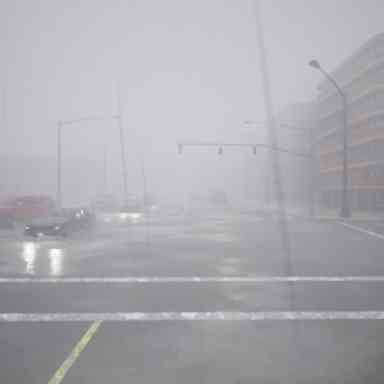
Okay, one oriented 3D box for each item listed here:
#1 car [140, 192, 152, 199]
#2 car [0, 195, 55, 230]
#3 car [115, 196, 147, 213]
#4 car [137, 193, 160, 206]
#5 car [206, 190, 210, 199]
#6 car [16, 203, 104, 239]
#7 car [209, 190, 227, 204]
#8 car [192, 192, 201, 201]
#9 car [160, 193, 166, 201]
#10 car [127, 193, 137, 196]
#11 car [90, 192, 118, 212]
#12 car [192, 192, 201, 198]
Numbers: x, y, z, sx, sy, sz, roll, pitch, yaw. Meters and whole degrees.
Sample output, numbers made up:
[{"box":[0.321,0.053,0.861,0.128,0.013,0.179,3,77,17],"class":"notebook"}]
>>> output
[{"box":[-9.594,0.624,70.115,1.994,1.385,4.181,0,1,0],"class":"car"},{"box":[-11.268,1.196,21.495,2.150,2.045,5.566,1,0,21],"class":"car"},{"box":[-6.316,1.459,34.816,1.994,1.385,4.181,0,1,0],"class":"car"},{"box":[-6.263,1.057,48.248,2.097,1.767,4.553,0,1,0],"class":"car"},{"box":[4.426,0.479,75.784,2.150,2.045,5.566,0,0,0],"class":"car"},{"box":[-6.668,1.524,17.601,2.033,1.411,5.357,0,0,3],"class":"car"},{"box":[4.453,0.810,54.922,2.150,2.045,5.566,0,1,0],"class":"car"},{"box":[0.891,1.003,65.912,1.895,1.301,4.718,0,1,0],"class":"car"},{"box":[-6.153,0.959,64.173,1.812,1.442,4.674,0,1,1],"class":"car"},{"box":[-9.736,0.957,54.067,2.097,1.767,4.553,0,1,0],"class":"car"},{"box":[-9.812,1.081,37.688,2.150,2.045,5.566,0,1,0],"class":"car"},{"box":[0.926,0.700,75.888,2.033,1.411,5.357,0,0,0],"class":"car"}]
